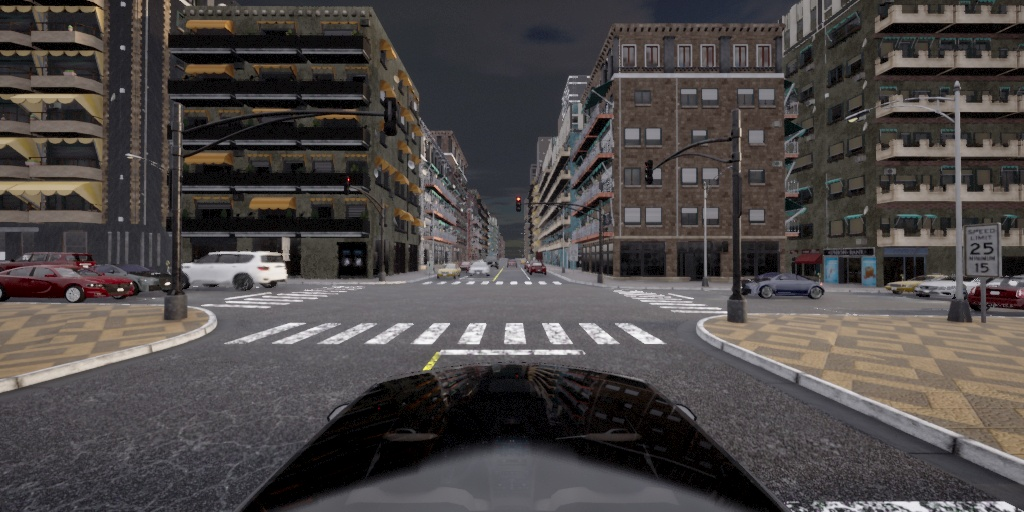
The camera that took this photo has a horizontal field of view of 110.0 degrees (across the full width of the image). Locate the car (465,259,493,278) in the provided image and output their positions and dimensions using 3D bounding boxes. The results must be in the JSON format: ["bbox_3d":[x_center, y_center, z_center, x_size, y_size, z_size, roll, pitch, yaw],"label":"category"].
[{"bbox_3d":[-3.093,1.284,34.825,1.812,1.442,4.674,0,0,0],"label":"car"}]

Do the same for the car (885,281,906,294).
[{"bbox_3d":[26.251,1.756,22.384,4.829,1.417,1.751,0,0,0],"label":"car"}]

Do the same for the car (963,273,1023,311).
[{"bbox_3d":[20.837,1.501,14.030,4.097,1.591,1.967,0,0,0],"label":"car"}]

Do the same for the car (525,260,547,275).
[{"bbox_3d":[2.699,1.305,38.364,1.888,1.381,4.507,0,0,0],"label":"car"}]

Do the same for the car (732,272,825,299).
[{"bbox_3d":[14.573,1.584,19.748,4.181,1.385,1.994,1,-1,-1],"label":"car"}]

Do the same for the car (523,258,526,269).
[{"bbox_3d":[2.700,1.201,43.888,1.967,1.591,4.097,0,0,0],"label":"car"}]

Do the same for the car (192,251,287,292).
[{"bbox_3d":[-15.202,0.770,19.305,5.566,2.045,2.150,1,0,1],"label":"car"}]

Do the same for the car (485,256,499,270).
[{"bbox_3d":[-3.083,0.989,53.755,2.150,2.045,5.566,0,0,0],"label":"car"}]

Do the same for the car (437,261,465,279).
[{"bbox_3d":[-5.683,1.283,32.686,1.751,1.417,4.829,0,0,0],"label":"car"}]

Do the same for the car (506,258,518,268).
[{"bbox_3d":[0.014,1.261,63.793,2.128,1.511,4.902,0,0,0],"label":"car"}]

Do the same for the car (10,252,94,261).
[{"bbox_3d":[-28.642,0.687,22.013,5.009,1.841,2.192,0,0,0],"label":"car"}]

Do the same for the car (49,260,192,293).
[{"bbox_3d":[-17.674,1.050,16.307,4.181,1.385,1.994,1,-1,-1],"label":"car"}]

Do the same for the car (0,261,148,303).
[{"bbox_3d":[-17.260,1.012,13.716,4.507,1.381,1.888,0,0,0],"label":"car"}]

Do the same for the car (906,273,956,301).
[{"bbox_3d":[25.240,1.712,19.825,4.674,1.442,1.812,1,-1,0],"label":"car"}]

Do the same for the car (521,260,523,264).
[{"bbox_3d":[2.702,1.348,54.934,1.802,1.307,4.207,0,0,0],"label":"car"}]
